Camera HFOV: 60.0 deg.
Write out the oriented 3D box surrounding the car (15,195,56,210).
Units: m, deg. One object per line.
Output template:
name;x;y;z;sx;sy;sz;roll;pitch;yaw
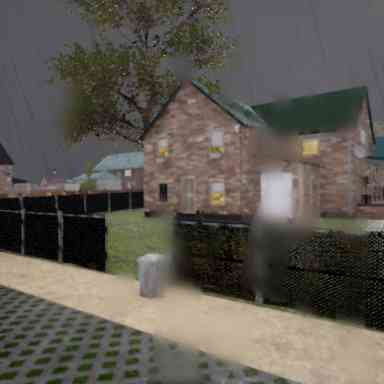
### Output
car;-14.505;1.001;29.148;2.033;1.411;5.357;-1;2;36
